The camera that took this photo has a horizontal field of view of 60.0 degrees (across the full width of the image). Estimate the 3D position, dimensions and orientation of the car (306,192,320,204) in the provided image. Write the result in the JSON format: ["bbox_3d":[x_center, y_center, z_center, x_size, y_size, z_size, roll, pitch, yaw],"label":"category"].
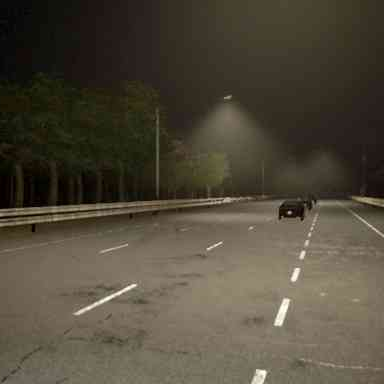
[{"bbox_3d":[23.596,1.237,65.741,2.150,2.045,5.566,0,0,22],"label":"car"}]

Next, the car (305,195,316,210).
[{"bbox_3d":[14.599,1.474,43.231,2.128,1.511,4.902,0,0,22],"label":"car"}]

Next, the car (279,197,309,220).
[{"bbox_3d":[8.478,1.462,27.923,1.882,1.535,5.008,0,0,22],"label":"car"}]
